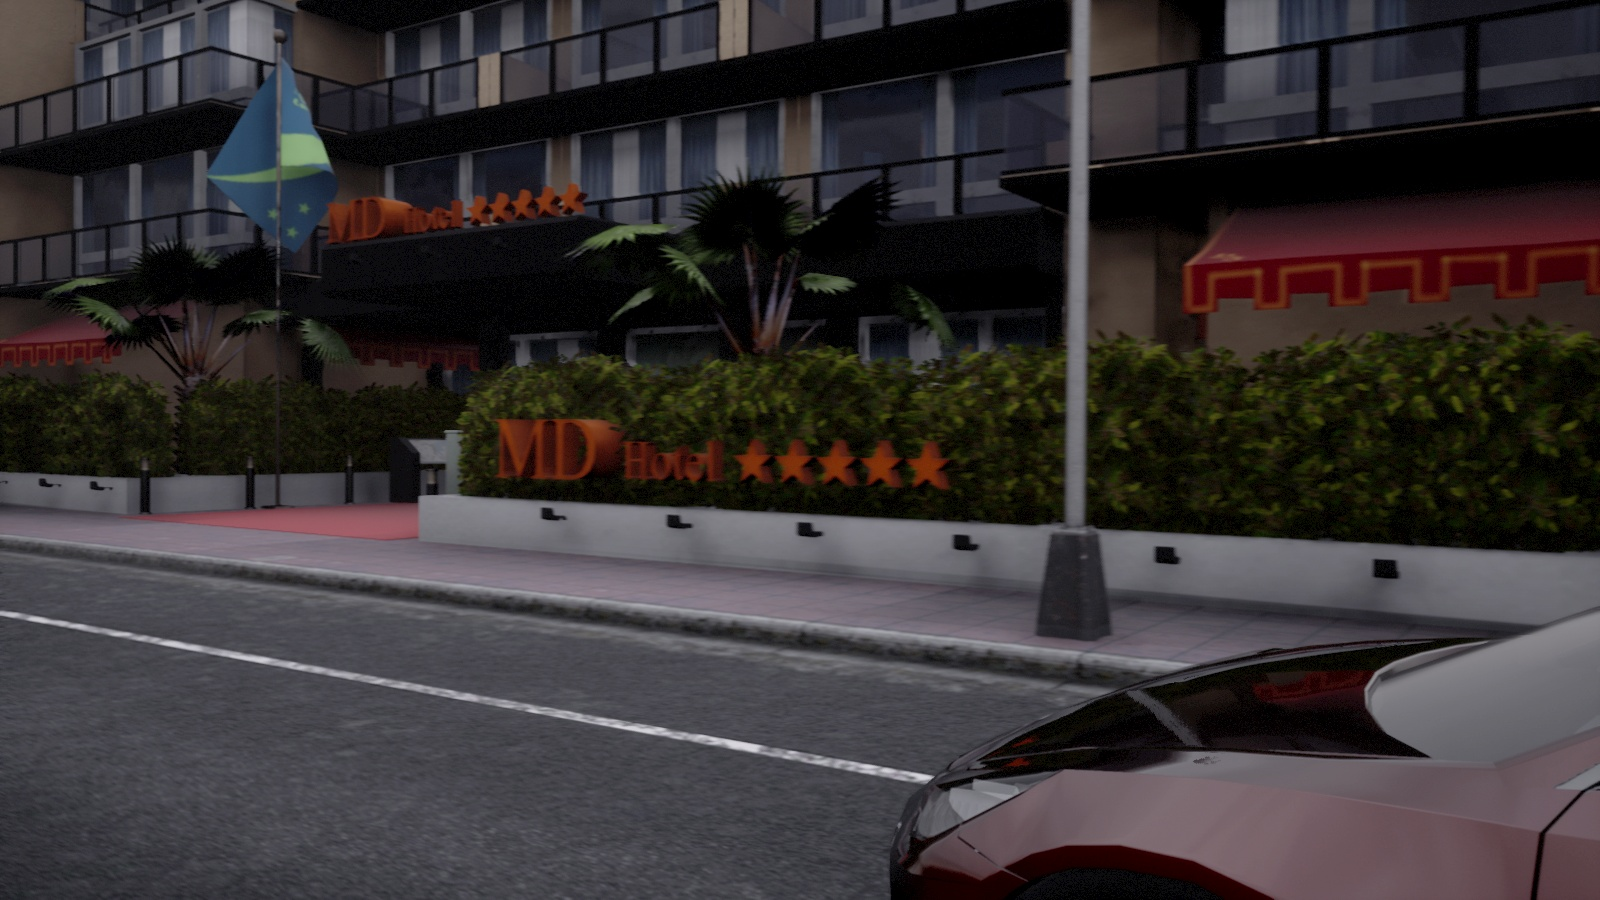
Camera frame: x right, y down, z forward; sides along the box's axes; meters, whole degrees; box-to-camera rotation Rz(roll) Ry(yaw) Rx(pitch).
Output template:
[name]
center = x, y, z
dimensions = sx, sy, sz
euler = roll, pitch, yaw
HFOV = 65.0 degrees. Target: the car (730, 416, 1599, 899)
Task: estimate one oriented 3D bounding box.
[car]
center = 2.466, 0.682, 1.985
dimensions = 4.792, 1.488, 2.163
euler = 0, 1, 34
